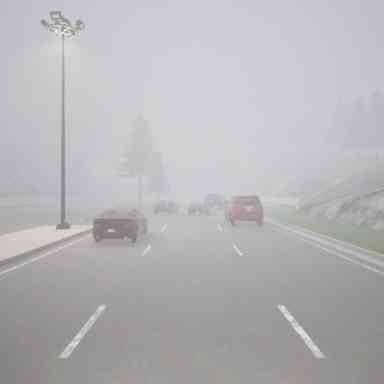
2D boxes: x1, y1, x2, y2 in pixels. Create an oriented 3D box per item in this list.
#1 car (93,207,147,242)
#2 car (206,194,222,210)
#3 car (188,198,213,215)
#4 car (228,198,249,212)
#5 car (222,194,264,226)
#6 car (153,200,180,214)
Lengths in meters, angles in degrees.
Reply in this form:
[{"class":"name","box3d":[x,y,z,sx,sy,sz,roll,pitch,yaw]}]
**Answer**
[{"class":"car","box3d":[-3.399,1.477,16.444,1.882,1.535,5.008,0,0,0]},{"class":"car","box3d":[3.174,1.221,43.677,2.150,2.045,5.566,0,0,16]},{"class":"car","box3d":[0.775,1.601,33.576,1.895,1.301,4.718,0,0,7]},{"class":"car","box3d":[5.527,1.526,39.063,1.812,1.442,4.674,0,0,15]},{"class":"car","box3d":[3.642,1.223,23.868,2.150,2.045,5.566,0,0,1]},{"class":"car","box3d":[-2.614,1.547,35.207,2.033,1.411,5.357,0,0,9]}]
